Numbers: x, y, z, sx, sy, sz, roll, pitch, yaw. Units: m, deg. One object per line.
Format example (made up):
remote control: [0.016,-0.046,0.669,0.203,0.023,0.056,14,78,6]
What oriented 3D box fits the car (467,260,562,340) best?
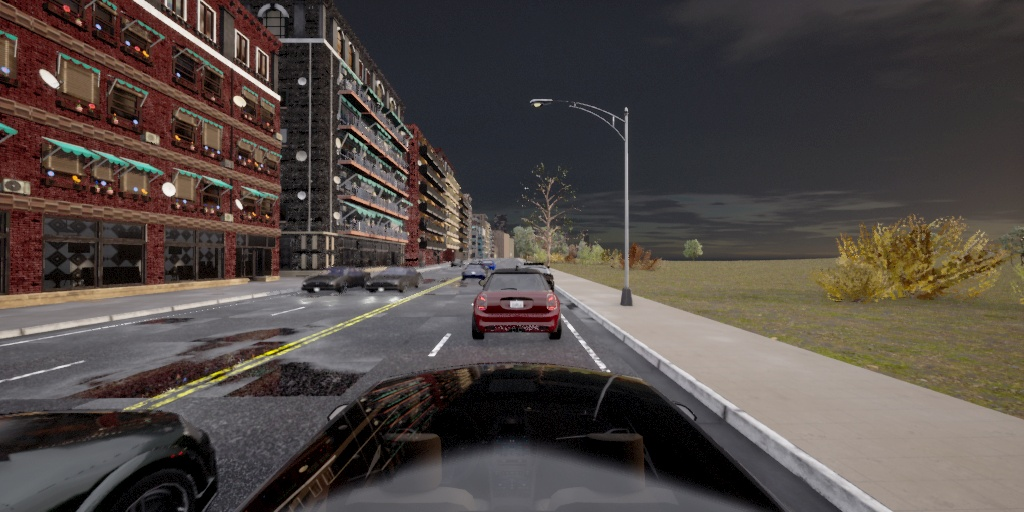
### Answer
car: [0.114,1.103,10.170,2.097,1.767,4.553,0,0,0]

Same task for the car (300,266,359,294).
car: [-9.807,1.299,20.666,2.033,1.411,5.357,0,0,0]

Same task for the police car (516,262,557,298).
police car: [1.177,1.177,19.666,1.930,1.638,5.238,0,0,0]

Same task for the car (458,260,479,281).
car: [-3.081,1.314,30.548,1.994,1.385,4.181,0,0,0]

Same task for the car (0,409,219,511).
car: [-3.154,1.314,0.889,1.994,1.385,4.181,0,0,0]

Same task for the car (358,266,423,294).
car: [-6.559,1.299,20.631,2.033,1.411,5.357,0,0,0]

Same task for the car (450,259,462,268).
car: [-9.668,1.254,63.256,1.837,1.490,4.892,0,0,1]
